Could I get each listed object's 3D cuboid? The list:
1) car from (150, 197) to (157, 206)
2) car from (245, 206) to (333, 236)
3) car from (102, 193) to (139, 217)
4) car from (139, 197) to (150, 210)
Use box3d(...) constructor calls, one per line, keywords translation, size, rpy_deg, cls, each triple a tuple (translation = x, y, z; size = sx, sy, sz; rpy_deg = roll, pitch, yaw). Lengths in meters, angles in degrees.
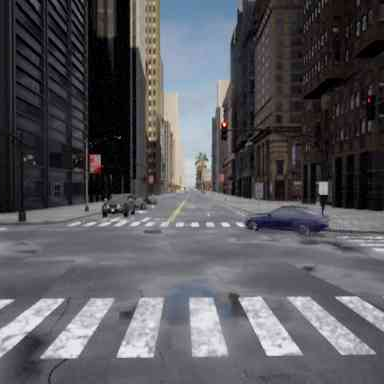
box3d(translation=(-6.655, 1.441, 53.062), size=(1.994, 1.385, 4.181), rpy_deg=(0, 0, 0), cls="car")
box3d(translation=(5.187, 1.499, 18.163), size=(4.674, 1.442, 1.812), rpy_deg=(0, 1, 39), cls="car")
box3d(translation=(-6.638, 1.161, 30.635), size=(2.150, 2.045, 5.566), rpy_deg=(0, 0, 0), cls="car")
box3d(translation=(-6.643, 1.417, 40.509), size=(1.837, 1.490, 4.892), rpy_deg=(0, 0, 0), cls="car")
